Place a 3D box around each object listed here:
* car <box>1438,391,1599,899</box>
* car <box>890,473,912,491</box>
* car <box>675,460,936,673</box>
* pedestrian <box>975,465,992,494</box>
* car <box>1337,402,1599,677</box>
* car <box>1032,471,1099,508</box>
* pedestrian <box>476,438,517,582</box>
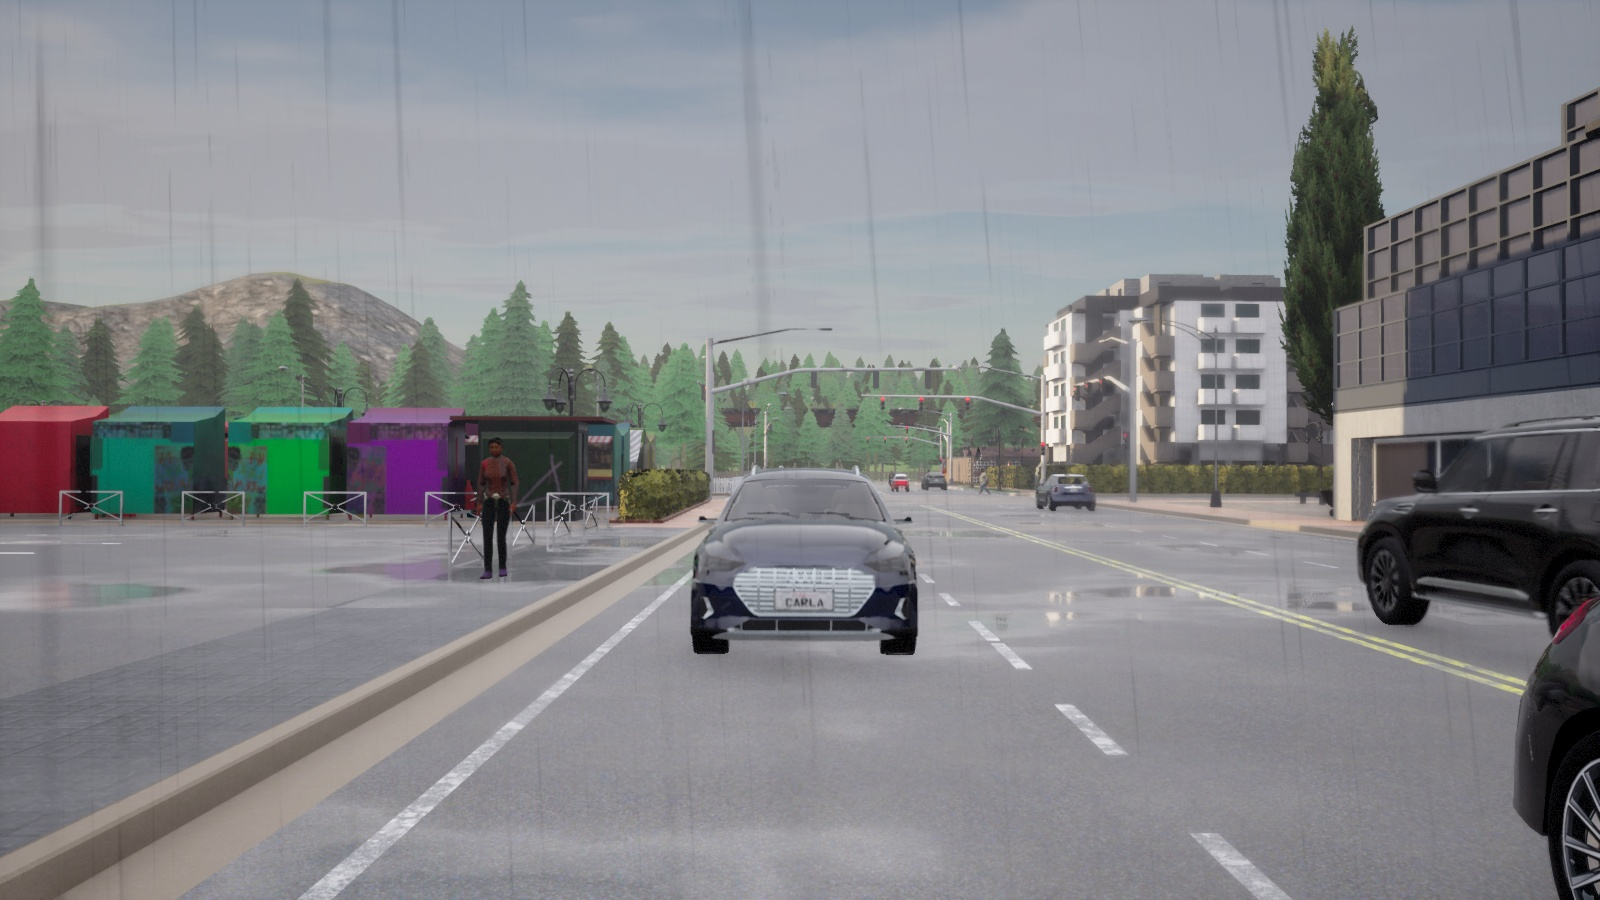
[{"bbox_3d":[3.494,0.617,2.241,2.152,1.651,5.027,0,-1,0],"label":"car"},{"bbox_3d":[7.741,2.450,96.191,1.481,1.376,2.207,0,0,0],"label":"car"},{"bbox_3d":[0.060,0.949,12.215,2.033,1.649,4.856,0,-1,0],"label":"car"},{"bbox_3d":[12.133,1.947,83.067,0.900,1.855,0.874,0,-1,-8],"label":"pedestrian"},{"bbox_3d":[7.050,0.693,11.197,2.150,2.045,5.566,0,-1,0],"label":"car"},{"bbox_3d":[10.880,1.603,51.700,1.970,1.475,3.806,0,-1,0],"label":"car"},{"bbox_3d":[-3.925,0.761,16.258,0.328,1.805,0.869,0,-1,-1],"label":"pedestrian"}]
